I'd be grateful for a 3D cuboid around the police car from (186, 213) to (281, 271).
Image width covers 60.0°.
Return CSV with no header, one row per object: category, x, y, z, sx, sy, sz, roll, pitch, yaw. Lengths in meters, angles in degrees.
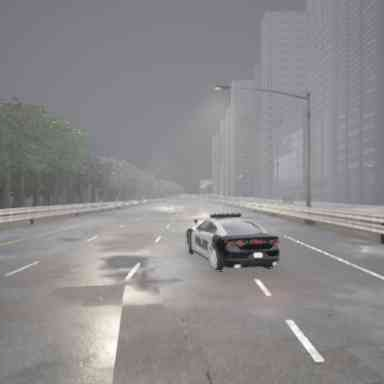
police car,1.142,1.560,11.698,1.930,1.638,5.238,-1,0,-16
